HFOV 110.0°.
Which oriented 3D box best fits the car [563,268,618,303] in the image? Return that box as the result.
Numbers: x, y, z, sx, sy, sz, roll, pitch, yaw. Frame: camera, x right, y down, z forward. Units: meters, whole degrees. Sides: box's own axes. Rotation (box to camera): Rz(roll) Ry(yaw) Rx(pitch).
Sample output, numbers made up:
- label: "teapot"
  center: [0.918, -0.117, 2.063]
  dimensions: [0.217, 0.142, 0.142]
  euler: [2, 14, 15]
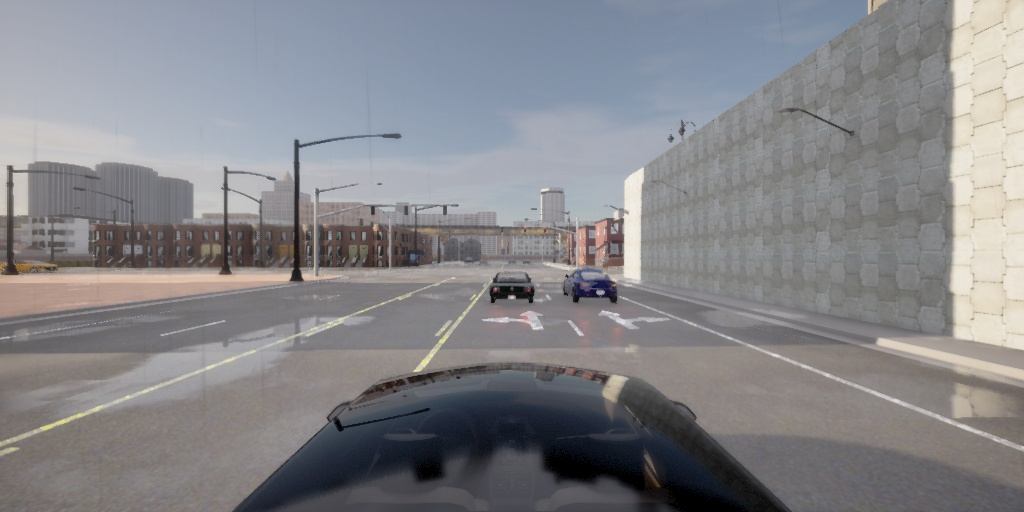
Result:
- label: "car"
  center: [3.500, 1.281, 16.500]
  dimensions: [1.812, 1.442, 4.674]
  euler: [0, 0, 0]

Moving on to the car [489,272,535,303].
- label: "car"
  center: [0.000, 1.364, 16.530]
  dimensions: [1.895, 1.301, 4.718]
  euler: [0, 0, 0]
